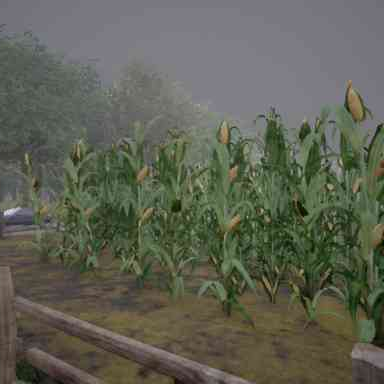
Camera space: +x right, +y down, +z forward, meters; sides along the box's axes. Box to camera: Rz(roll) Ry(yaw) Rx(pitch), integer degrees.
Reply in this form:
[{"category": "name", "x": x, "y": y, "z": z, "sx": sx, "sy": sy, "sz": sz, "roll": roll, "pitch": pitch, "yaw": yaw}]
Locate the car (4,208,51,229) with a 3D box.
[{"category": "car", "x": -12.529, "y": 1.860, "z": 24.051, "sx": 1.812, "sy": 1.442, "sz": 4.674, "roll": 0, "pitch": -1, "yaw": 34}]
